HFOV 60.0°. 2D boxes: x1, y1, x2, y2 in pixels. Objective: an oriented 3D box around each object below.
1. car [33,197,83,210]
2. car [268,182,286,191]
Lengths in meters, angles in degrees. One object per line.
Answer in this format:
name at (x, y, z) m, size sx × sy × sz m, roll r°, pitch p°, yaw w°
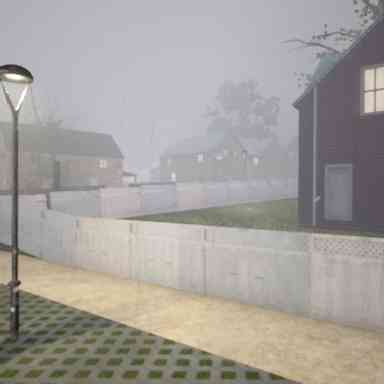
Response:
car at (-9.172, 0.719, 23.351) m, size 4.718 × 1.301 × 1.895 m, roll -4°, pitch 3°, yaw -40°
car at (9.879, -0.673, 39.296) m, size 4.718 × 1.301 × 1.895 m, roll -4°, pitch 3°, yaw -40°
